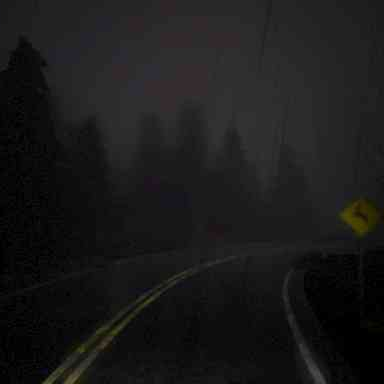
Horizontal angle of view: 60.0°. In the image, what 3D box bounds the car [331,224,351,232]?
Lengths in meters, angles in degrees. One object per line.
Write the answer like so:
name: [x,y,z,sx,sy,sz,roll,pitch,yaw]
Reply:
car: [27.679,7.022,62.026,2.150,2.045,5.566,0,-5,4]
